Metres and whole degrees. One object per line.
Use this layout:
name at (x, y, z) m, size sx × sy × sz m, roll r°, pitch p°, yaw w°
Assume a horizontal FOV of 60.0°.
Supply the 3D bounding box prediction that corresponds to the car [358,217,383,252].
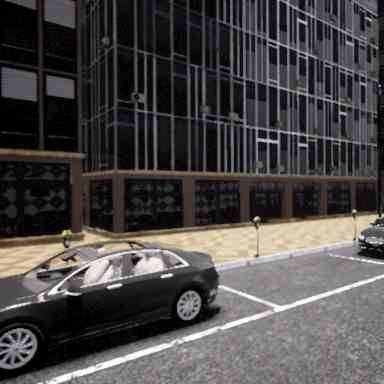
car at (7.749, 1.457, 12.082) m, size 4.403 × 1.369 × 2.008 m, roll -1°, pitch 0°, yaw -35°

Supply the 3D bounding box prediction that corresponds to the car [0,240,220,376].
car at (-1.530, 1.538, 5.469) m, size 4.403 × 1.369 × 2.008 m, roll 0°, pitch 0°, yaw -35°
